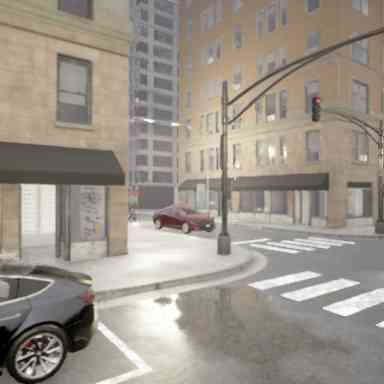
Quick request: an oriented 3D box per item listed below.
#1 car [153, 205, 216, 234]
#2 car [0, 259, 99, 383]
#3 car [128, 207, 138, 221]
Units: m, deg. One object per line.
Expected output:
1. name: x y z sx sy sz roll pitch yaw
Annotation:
1. car: -0.559 1.620 20.498 1.882 1.535 5.008 0 0 -36
2. car: -3.282 1.563 3.849 4.313 1.339 1.947 0 0 -35
3. car: -6.270 1.750 28.503 1.994 1.385 4.181 0 0 -35
